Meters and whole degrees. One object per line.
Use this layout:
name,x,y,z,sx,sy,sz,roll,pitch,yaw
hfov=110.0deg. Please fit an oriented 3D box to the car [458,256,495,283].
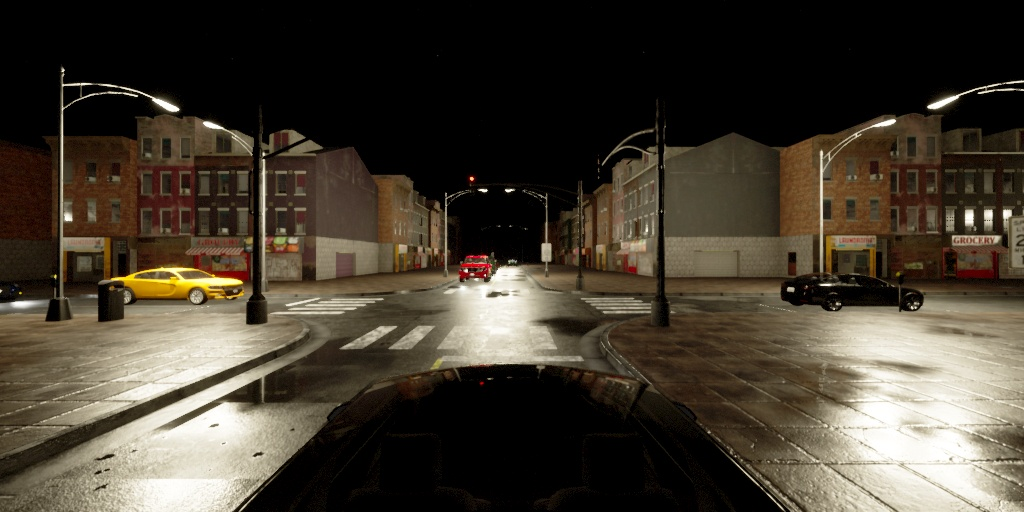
car,-2.826,0.984,28.440,2.150,2.045,5.566,0,0,0

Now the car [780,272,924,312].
car,12.357,1.266,13.210,4.313,1.339,1.948,0,0,0

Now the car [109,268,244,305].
car,-14.589,1.270,15.759,5.008,1.535,1.882,0,0,2

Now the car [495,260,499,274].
car,-2.826,0.989,39.122,2.150,2.045,5.566,0,0,0

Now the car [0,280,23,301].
car,-24.593,1.391,15.788,4.181,1.385,1.994,0,0,0
